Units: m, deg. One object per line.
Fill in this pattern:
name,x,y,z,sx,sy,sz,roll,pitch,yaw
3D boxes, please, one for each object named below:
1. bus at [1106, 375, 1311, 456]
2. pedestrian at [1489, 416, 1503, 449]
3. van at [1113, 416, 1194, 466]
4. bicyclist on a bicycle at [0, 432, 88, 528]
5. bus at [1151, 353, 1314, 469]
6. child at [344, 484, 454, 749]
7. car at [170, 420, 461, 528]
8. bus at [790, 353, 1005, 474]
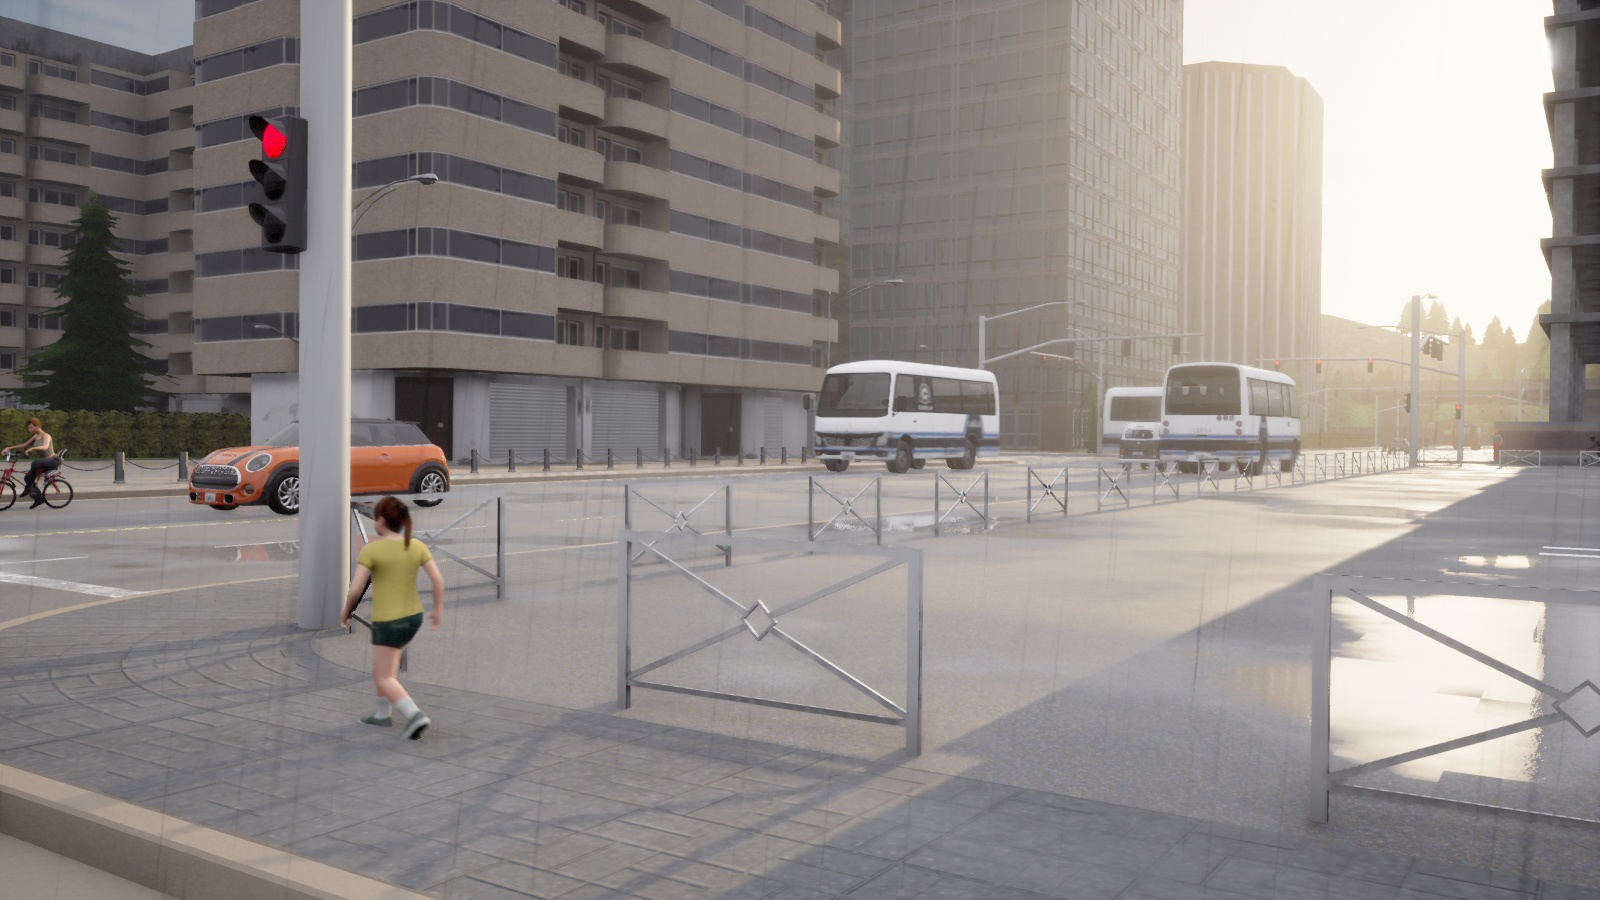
bus,22.739,-1.838,70.157,10.273,4.253,3.944,0,1,32
pedestrian,39.720,-1.008,71.656,0.594,1.836,0.345,-1,1,-15
van,15.001,-0.407,53.198,2.069,2.038,4.480,0,1,33
bicyclist on a bicycle,-13.460,0.490,21.949,0.866,1.612,1.509,0,1,33
bus,17.821,-1.504,51.114,3.944,4.253,10.273,0,1,33
child,-1.765,0.710,5.526,0.394,1.110,0.255,0,1,33
car,-8.683,0.356,22.910,2.097,1.767,4.553,0,1,33
bus,4.116,-1.355,49.241,3.944,4.253,10.273,0,1,33
